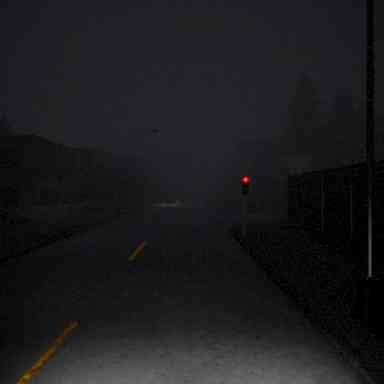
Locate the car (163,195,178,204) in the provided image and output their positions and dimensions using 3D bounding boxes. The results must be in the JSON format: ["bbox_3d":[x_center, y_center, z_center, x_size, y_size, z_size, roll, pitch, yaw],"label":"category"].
[{"bbox_3d":[-4.044,1.339,59.411,1.882,1.535,5.008,0,0,1],"label":"car"}]
